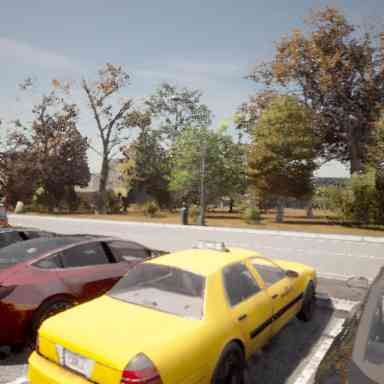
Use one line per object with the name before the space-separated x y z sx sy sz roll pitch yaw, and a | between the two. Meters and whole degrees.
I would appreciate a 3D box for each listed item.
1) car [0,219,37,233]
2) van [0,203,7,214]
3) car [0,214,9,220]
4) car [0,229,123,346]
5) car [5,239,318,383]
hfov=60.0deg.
car | -4.172 1.561 8.151 2.163 1.488 4.792 0 0 35
van | -8.780 1.342 11.255 1.878 1.987 4.442 0 0 35
car | -6.433 1.580 9.762 2.163 1.488 4.792 0 0 35
car | -1.911 1.543 6.540 2.163 1.488 4.792 0 0 35
car | 0.441 1.493 5.057 1.946 1.575 5.366 0 0 35
